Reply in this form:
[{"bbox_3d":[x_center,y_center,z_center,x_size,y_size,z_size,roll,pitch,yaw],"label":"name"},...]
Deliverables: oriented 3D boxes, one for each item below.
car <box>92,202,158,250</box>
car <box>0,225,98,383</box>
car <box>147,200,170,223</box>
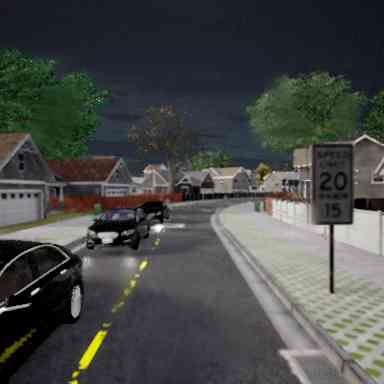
[{"bbox_3d":[-2.891,1.392,13.886,2.128,1.511,4.902,0,0,0],"label":"car"},{"bbox_3d":[-2.861,1.481,4.283,1.837,1.490,4.892,0,0,0],"label":"car"},{"bbox_3d":[-2.681,1.347,23.759,1.812,1.442,4.674,0,0,4],"label":"car"}]
